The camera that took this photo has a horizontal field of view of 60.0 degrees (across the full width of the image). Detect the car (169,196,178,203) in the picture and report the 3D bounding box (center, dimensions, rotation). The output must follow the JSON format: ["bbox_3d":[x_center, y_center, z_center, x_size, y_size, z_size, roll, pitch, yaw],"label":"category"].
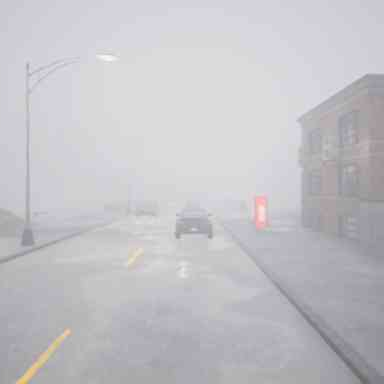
[{"bbox_3d":[-4.033,1.522,73.069,2.128,1.511,4.902,0,0,0],"label":"car"}]

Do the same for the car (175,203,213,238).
[{"bbox_3d":[0.096,1.564,17.765,1.812,1.442,4.674,0,0,0],"label":"car"}]

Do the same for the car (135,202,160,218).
[{"bbox_3d":[-4.091,1.615,31.378,2.033,1.411,5.357,0,0,0],"label":"car"}]

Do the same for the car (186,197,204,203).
[{"bbox_3d":[0.079,1.636,40.686,2.033,1.411,5.357,0,0,0],"label":"car"}]

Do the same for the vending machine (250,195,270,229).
[{"bbox_3d":[4.291,1.242,21.076,1.100,2.100,0.880,0,0,0],"label":"vending machine"}]
